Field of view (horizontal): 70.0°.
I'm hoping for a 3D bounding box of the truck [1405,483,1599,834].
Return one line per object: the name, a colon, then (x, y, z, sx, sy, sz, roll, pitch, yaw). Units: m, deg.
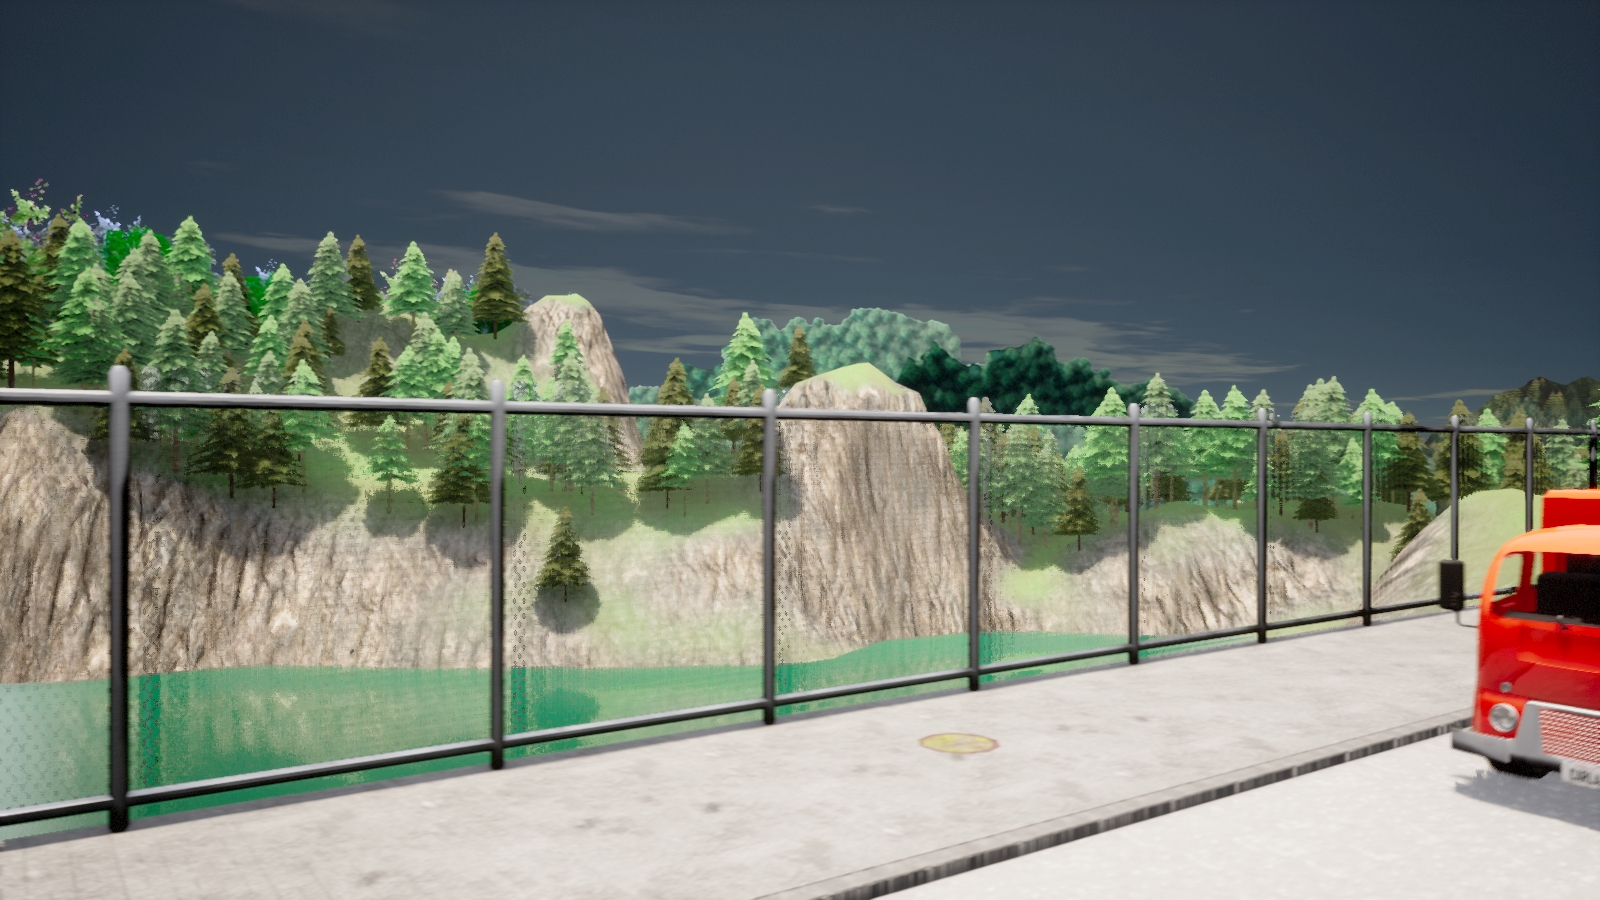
truck: (7.930, 1.578, 9.941, 5.204, 2.467, 2.627, 0, 0, -35)
